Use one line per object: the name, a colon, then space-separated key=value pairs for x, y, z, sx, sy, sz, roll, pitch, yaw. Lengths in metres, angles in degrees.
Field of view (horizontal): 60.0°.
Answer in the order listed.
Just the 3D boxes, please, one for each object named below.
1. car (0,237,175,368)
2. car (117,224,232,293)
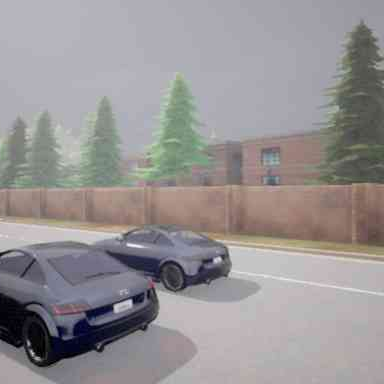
car: x=-2.591 y=1.576 z=5.836 sx=4.181 sy=1.385 sz=1.994 roll=0 pitch=0 yaw=36
car: x=-1.026 y=1.579 z=9.021 sx=4.181 sy=1.385 sz=1.994 roll=0 pitch=0 yaw=36
